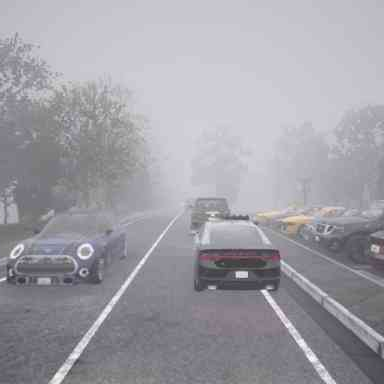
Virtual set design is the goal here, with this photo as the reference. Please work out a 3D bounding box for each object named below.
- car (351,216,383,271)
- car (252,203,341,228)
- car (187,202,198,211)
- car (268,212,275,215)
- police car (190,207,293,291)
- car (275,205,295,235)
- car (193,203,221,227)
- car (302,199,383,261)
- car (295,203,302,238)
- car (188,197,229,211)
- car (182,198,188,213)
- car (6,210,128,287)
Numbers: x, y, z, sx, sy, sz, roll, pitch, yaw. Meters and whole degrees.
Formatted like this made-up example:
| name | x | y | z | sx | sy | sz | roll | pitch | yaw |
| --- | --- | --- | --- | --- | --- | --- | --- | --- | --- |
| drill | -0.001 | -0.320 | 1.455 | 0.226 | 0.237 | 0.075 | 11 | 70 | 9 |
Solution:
| name | x | y | z | sx | sy | sz | roll | pitch | yaw |
| --- | --- | --- | --- | --- | --- | --- | --- | --- | --- |
| car | 7.124 | 1.526 | 8.673 | 4.792 | 1.488 | 2.163 | 0 | 0 | 0 |
| car | 6.946 | 1.562 | 22.539 | 5.366 | 1.575 | 1.946 | 0 | 0 | 0 |
| car | 0.125 | 2.613 | 59.655 | 1.837 | 1.490 | 4.892 | 0 | -2 | 0 |
| car | 7.130 | 1.539 | 19.770 | 4.892 | 1.521 | 2.231 | 0 | 0 | 0 |
| police car | 0.993 | 1.439 | 9.189 | 1.930 | 1.638 | 5.238 | 0 | 0 | 0 |
| car | 7.123 | 1.518 | 16.998 | 5.008 | 1.535 | 2.097 | 0 | 0 | 0 |
| car | 1.027 | 1.620 | 25.102 | 1.882 | 1.535 | 5.008 | 0 | -1 | 0 |
| car | 7.074 | 1.249 | 11.450 | 5.566 | 2.045 | 2.435 | 0 | 0 | 0 |
| car | 7.141 | 1.382 | 14.221 | 4.553 | 1.767 | 2.185 | 0 | 0 | 0 |
| car | 1.014 | 1.295 | 19.131 | 2.150 | 2.045 | 5.566 | 0 | -1 | 0 |
| car | 0.112 | 1.804 | 44.901 | 2.150 | 2.045 | 5.566 | 0 | -2 | 0 |
| car | -3.231 | 1.367 | 9.529 | 2.097 | 1.767 | 4.553 | 0 | 0 | 0 |
